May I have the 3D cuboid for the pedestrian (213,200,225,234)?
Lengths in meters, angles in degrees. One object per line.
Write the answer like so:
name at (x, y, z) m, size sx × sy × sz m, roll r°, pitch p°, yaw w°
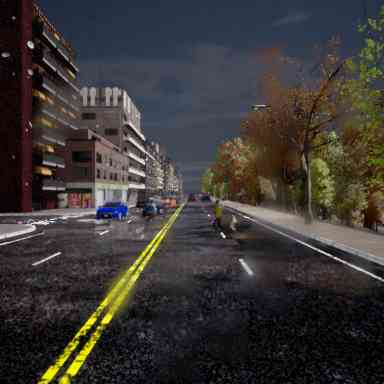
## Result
pedestrian at (1.435, 1.295, 17.808) m, size 0.375 × 1.860 × 0.375 m, roll 0°, pitch 0°, yaw 0°

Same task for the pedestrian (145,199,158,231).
pedestrian at (-2.303, 1.301, 19.009) m, size 0.375 × 1.860 × 0.375 m, roll 0°, pitch 0°, yaw 0°

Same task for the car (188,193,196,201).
car at (-0.015, 1.164, 84.583) m, size 2.150 × 2.045 × 5.566 m, roll 0°, pitch 0°, yaw 0°

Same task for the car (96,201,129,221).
car at (-6.620, 1.546, 28.031) m, size 1.882 × 1.535 × 5.008 m, roll -1°, pitch 0°, yaw 0°

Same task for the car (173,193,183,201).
car at (-3.263, 1.166, 79.194) m, size 2.097 × 1.767 × 4.553 m, roll 0°, pitch 0°, yaw 0°

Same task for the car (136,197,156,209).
car at (-6.605, 1.485, 46.242) m, size 1.882 × 1.535 × 5.008 m, roll 0°, pitch 0°, yaw 0°

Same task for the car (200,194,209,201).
car at (3.236, 1.294, 84.524) m, size 2.097 × 1.767 × 4.553 m, roll 0°, pitch 0°, yaw 0°

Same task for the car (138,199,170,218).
car at (-3.362, 1.608, 30.382) m, size 1.994 × 1.385 × 4.181 m, roll 0°, pitch 0°, yaw 0°

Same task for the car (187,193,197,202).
car at (-0.012, 1.491, 74.137) m, size 1.882 × 1.535 × 5.008 m, roll 0°, pitch 0°, yaw 0°

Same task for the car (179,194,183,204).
car at (-3.310, 1.579, 63.850) m, size 1.994 × 1.385 × 4.181 m, roll 0°, pitch 0°, yaw 1°

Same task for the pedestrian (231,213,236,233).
pedestrian at (2.347, 1.675, 18.409) m, size 0.500 × 1.100 × 0.500 m, roll 0°, pitch 0°, yaw 0°

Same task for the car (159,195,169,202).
car at (-6.513, 1.470, 78.462) m, size 1.837 × 1.490 × 4.892 m, roll 0°, pitch 0°, yaw 0°

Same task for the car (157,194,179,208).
car at (-3.355, 1.359, 46.792) m, size 2.097 × 1.767 × 4.553 m, roll 0°, pitch 0°, yaw 0°

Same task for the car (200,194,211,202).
car at (3.237, 1.513, 74.138) m, size 1.837 × 1.490 × 4.892 m, roll 0°, pitch 0°, yaw 0°
